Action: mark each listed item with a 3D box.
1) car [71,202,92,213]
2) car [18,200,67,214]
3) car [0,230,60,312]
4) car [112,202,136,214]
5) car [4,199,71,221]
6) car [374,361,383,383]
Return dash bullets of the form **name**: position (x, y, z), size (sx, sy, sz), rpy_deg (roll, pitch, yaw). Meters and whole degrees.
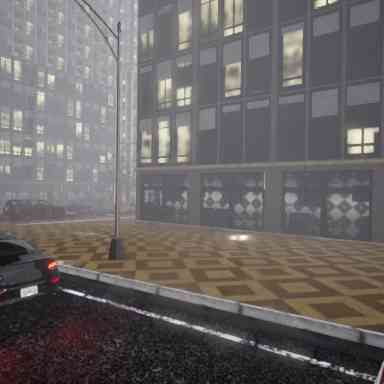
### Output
- **car**: position (-14.101, 1.776, 38.478), size (1.895, 1.301, 4.718), rpy_deg (1, 0, 36)
- **car**: position (-17.245, 1.643, 38.591), size (1.752, 1.417, 4.829), rpy_deg (1, 0, 36)
- **car**: position (-4.646, 1.522, 6.987), size (4.674, 1.442, 1.812), rpy_deg (0, 0, 35)
- **car**: position (-6.949, 1.830, 38.435), size (1.752, 1.417, 4.829), rpy_deg (1, 0, 36)
- **car**: position (-13.740, 1.520, 29.219), size (2.192, 1.841, 5.009), rpy_deg (1, 0, 36)
- **car**: position (3.243, 1.353, 1.374), size (4.553, 1.767, 2.097), rpy_deg (0, 0, 35)
